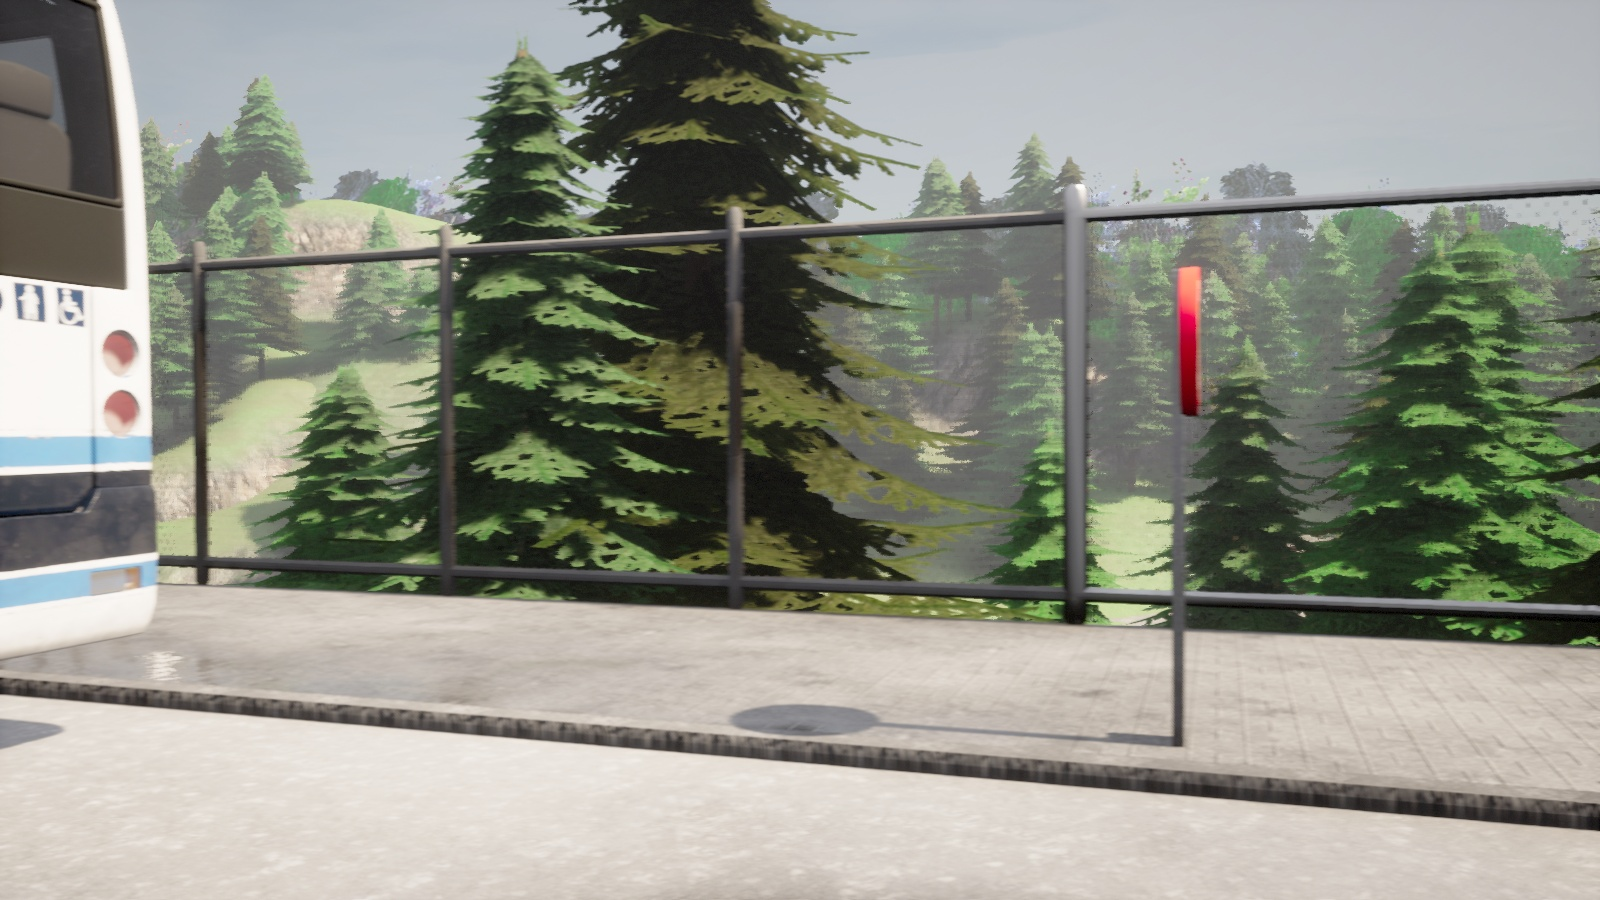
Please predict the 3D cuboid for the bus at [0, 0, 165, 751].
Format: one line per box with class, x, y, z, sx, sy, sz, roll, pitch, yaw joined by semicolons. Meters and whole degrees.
bus;-9.037;-0.692;6.739;10.273;4.253;3.944;0;1;19
